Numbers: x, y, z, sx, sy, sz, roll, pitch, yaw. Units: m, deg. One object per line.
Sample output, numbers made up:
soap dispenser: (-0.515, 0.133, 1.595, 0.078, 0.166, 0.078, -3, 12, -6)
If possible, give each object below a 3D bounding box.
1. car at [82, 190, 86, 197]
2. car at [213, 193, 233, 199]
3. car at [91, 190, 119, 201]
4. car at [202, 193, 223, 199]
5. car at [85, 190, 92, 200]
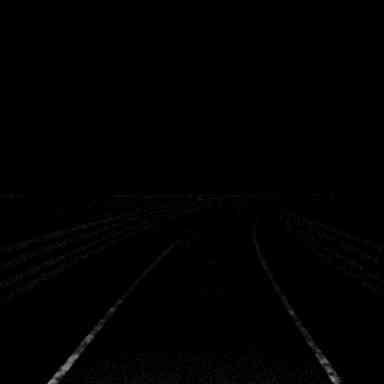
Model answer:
car: (-20.259, 0.588, 70.056, 5.566, 2.045, 2.150, 0, 0, -36)
car: (8.333, 1.075, 90.483, 5.357, 1.411, 2.033, 0, 0, -36)
car: (-16.233, 0.862, 64.331, 5.008, 1.535, 1.882, 0, 0, -36)
car: (4.265, 1.044, 78.975, 4.902, 1.511, 2.128, 0, 0, -36)
car: (-18.249, 0.859, 67.192, 5.008, 1.535, 1.882, 0, 0, -36)
